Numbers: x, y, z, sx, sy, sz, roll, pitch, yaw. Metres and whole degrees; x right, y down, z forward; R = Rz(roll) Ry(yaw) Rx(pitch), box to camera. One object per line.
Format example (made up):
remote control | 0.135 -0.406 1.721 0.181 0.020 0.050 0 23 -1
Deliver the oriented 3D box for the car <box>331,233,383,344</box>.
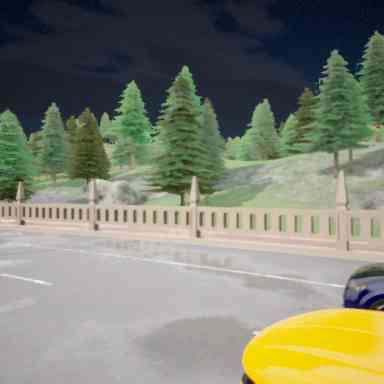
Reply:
car | 4.501 1.534 4.880 4.181 1.385 1.994 0 0 36

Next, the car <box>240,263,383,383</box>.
car | 2.668 1.460 1.926 5.008 1.535 1.882 0 0 36
